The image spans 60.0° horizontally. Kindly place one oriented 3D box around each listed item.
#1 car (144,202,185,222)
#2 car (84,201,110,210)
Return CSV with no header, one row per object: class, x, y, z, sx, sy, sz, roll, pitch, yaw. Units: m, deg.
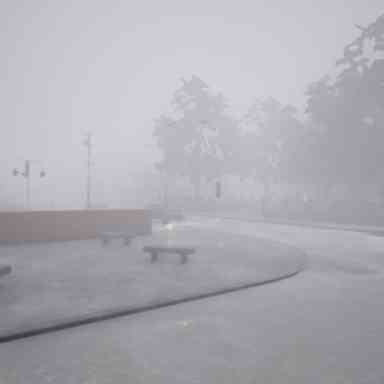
car,-2.461,1.655,28.095,1.837,1.490,4.892,1,0,-35
car,-11.880,1.732,41.484,1.895,1.301,4.718,1,0,-35
